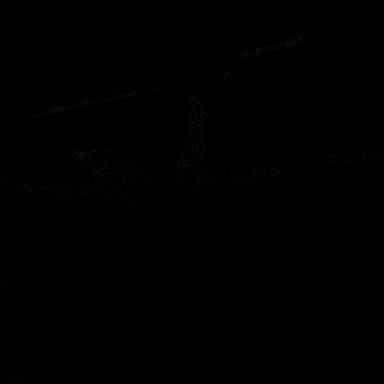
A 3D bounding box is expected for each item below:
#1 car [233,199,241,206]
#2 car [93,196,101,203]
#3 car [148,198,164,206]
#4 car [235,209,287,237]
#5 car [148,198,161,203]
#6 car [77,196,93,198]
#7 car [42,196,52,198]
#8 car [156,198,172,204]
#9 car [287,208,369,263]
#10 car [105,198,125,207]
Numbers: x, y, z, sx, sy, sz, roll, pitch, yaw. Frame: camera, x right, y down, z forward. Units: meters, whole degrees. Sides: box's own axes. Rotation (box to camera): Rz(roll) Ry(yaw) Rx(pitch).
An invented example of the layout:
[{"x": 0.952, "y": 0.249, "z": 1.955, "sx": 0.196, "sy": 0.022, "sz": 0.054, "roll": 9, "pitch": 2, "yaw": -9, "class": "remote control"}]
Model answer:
[{"x": 8.596, "y": 2.243, "z": 73.591, "sx": 4.514, "sy": 1.523, "sz": 2.007, "roll": 0, "pitch": -1, "yaw": 43, "class": "car"}, {"x": -23.196, "y": 1.825, "z": 78.038, "sx": 4.605, "sy": 1.855, "sz": 1.932, "roll": 0, "pitch": -1, "yaw": 43, "class": "car"}, {"x": -7.230, "y": 2.063, "z": 67.928, "sx": 3.633, "sy": 1.501, "sz": 1.845, "roll": 0, "pitch": -1, "yaw": 43, "class": "car"}, {"x": 4.627, "y": 1.869, "z": 20.593, "sx": 2.242, "sy": 1.667, "sz": 4.611, "roll": 0, "pitch": -1, "yaw": 43, "class": "car"}, {"x": -10.343, "y": 2.313, "z": 91.454, "sx": 3.633, "sy": 1.501, "sz": 1.845, "roll": 0, "pitch": -1, "yaw": 43, "class": "car"}, {"x": -24.891, "y": 1.771, "z": 75.642, "sx": 3.866, "sy": 1.878, "sz": 1.905, "roll": 0, "pitch": -1, "yaw": 43, "class": "car"}, {"x": -19.720, "y": 1.518, "z": 44.333, "sx": 3.866, "sy": 1.878, "sz": 1.905, "roll": 0, "pitch": -1, "yaw": 43, "class": "car"}, {"x": -6.992, "y": 2.279, "z": 84.193, "sx": 3.806, "sy": 1.475, "sz": 1.970, "roll": 0, "pitch": -1, "yaw": 43, "class": "car"}, {"x": 5.768, "y": 1.645, "z": 13.554, "sx": 1.905, "sy": 1.878, "sz": 3.866, "roll": 0, "pitch": -1, "yaw": 43, "class": "car"}, {"x": -14.120, "y": 1.928, "z": 60.691, "sx": 4.514, "sy": 1.523, "sz": 2.007, "roll": 0, "pitch": -1, "yaw": 43, "class": "car"}]
